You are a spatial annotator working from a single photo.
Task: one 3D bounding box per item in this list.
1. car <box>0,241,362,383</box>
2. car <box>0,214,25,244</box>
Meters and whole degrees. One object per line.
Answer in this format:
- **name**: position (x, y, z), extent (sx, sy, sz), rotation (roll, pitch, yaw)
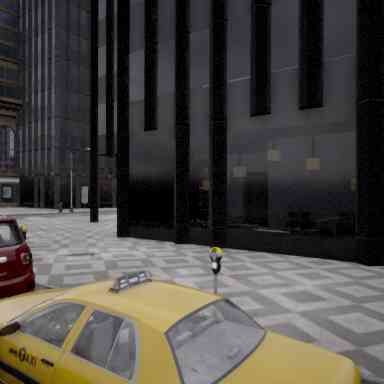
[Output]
- **car**: position (-0.835, 1.525, 3.546), extent (4.829, 1.417, 1.752), rotation (0, 0, 35)
- **car**: position (-5.130, 1.313, 6.574), extent (5.009, 1.841, 2.192), rotation (0, 0, 35)
